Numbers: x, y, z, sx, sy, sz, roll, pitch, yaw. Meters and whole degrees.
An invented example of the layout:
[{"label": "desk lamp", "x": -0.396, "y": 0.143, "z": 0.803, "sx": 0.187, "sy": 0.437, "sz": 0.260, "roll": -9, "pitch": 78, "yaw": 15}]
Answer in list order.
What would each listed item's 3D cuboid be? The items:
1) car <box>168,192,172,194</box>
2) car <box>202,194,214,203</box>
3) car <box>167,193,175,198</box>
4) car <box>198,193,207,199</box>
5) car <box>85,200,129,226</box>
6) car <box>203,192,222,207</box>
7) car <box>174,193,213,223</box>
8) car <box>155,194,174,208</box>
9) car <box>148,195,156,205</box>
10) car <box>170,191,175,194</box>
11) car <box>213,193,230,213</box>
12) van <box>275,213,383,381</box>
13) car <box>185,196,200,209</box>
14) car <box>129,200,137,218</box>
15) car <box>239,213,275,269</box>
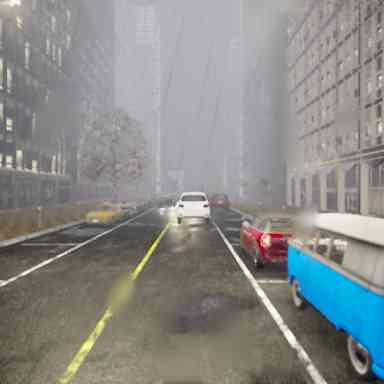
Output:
[{"label": "car", "x": -5.714, "y": 1.088, "z": 67.751, "sx": 1.802, "sy": 1.307, "sz": 4.206, "roll": 0, "pitch": 0, "yaw": 0}, {"label": "car", "x": 2.671, "y": 1.120, "z": 56.528, "sx": 1.752, "sy": 1.417, "sz": 4.829, "roll": 0, "pitch": 0, "yaw": 0}, {"label": "car", "x": -5.723, "y": 0.869, "z": 90.520, "sx": 1.887, "sy": 1.381, "sz": 4.507, "roll": 0, "pitch": 0, "yaw": 0}, {"label": "car", "x": 2.660, "y": 0.937, "z": 84.819, "sx": 1.947, "sy": 1.339, "sz": 4.313, "roll": 0, "pitch": 0, "yaw": 0}, {"label": "car", "x": -5.696, "y": 1.373, "z": 22.043, "sx": 1.752, "sy": 1.417, "sz": 4.829, "roll": 0, "pitch": 0, "yaw": 0}, {"label": "car", "x": 2.677, "y": 0.997, "z": 44.973, "sx": 2.192, "sy": 1.841, "sz": 5.009, "roll": 0, "pitch": 0, "yaw": 0}, {"label": "car", "x": 0.082, "y": 1.056, "z": 23.854, "sx": 2.150, "sy": 2.045, "sz": 5.566, "roll": 0, "pitch": 0, "yaw": 0}, {"label": "car", "x": -3.107, "y": 1.266, "z": 42.149, "sx": 1.994, "sy": 1.385, "sz": 4.181, "roll": 0, "pitch": 0, "yaw": 0}, {"label": "car", "x": -5.707, "y": 1.190, "z": 50.676, "sx": 2.008, "sy": 1.369, "sz": 4.403, "roll": 0, "pitch": 0, "yaw": 0}, {"label": "car", "x": -5.718, "y": 0.966, "z": 79.136, "sx": 2.008, "sy": 1.369, "sz": 4.403, "roll": 0, "pitch": 0, "yaw": 0}, {"label": "car", "x": 2.681, "y": 1.081, "z": 33.589, "sx": 2.192, "sy": 1.841, "sz": 5.009, "roll": 0, "pitch": 0, "yaw": 0}, {"label": "van", "x": 2.691, "y": 1.307, "z": 5.130, "sx": 1.690, "sy": 1.788, "sz": 3.998, "roll": 0, "pitch": 0, "yaw": 0}, {"label": "car", "x": 0.080, "y": 1.235, "z": 41.287, "sx": 1.812, "sy": 1.442, "sz": 4.674, "roll": 0, "pitch": 0, "yaw": 0}, {"label": "car", "x": -5.699, "y": 1.357, "z": 27.907, "sx": 2.008, "sy": 1.369, "sz": 4.403, "roll": 0, "pitch": 0, "yaw": 0}, {"label": "car", "x": 2.689, "y": 1.367, "z": 10.822, "sx": 1.967, "sy": 1.590, "sz": 4.097, "roll": 0, "pitch": 0, "yaw": 0}]
